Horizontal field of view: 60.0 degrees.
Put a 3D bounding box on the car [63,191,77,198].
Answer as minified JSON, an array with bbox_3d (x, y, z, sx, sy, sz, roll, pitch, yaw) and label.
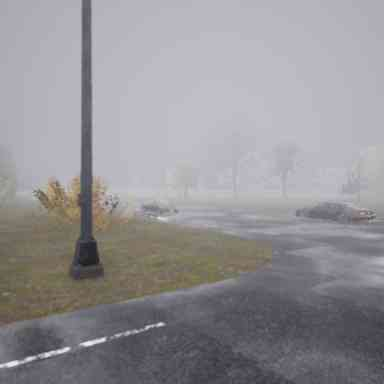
[{"bbox_3d":[-29.007,0.515,79.143,1.882,1.535,5.008,-1,1,-35],"label":"car"}]

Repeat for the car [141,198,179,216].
[{"bbox_3d":[-3.025,1.292,30.169,1.812,1.442,4.674,-1,1,-35],"label":"car"}]

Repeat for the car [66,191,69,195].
[{"bbox_3d":[-21.733,0.944,56.616,1.994,1.385,4.181,-1,1,-35],"label":"car"}]

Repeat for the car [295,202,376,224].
[{"bbox_3d":[10.076,1.393,23.743,2.033,1.411,5.357,-1,1,-35],"label":"car"}]
